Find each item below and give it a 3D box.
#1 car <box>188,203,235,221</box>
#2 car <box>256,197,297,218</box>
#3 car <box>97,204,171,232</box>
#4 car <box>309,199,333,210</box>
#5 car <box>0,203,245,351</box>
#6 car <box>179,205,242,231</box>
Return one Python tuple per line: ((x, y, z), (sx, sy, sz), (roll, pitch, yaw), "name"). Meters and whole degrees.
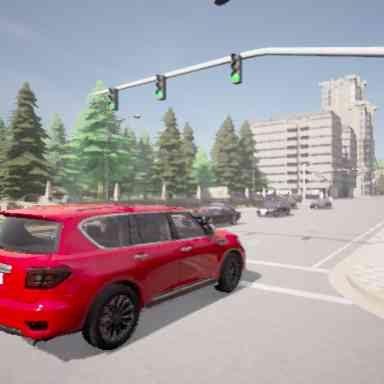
((1.778, 1.636, 28.621), (1.895, 1.301, 4.718), (0, 0, 36), "car")
((7.548, 1.520, 30.674), (2.128, 1.511, 4.902), (0, 0, 36), "car")
((-3.541, 1.561, 21.186), (1.812, 1.442, 4.674), (0, 0, 38), "car")
((17.111, 1.575, 43.965), (2.033, 1.411, 5.357), (0, 0, 36), "car")
((-1.004, 1.239, 6.608), (2.150, 2.045, 5.566), (0, 0, 36), "car")
((1.355, 1.628, 22.011), (1.895, 1.301, 4.718), (0, 0, 36), "car")
